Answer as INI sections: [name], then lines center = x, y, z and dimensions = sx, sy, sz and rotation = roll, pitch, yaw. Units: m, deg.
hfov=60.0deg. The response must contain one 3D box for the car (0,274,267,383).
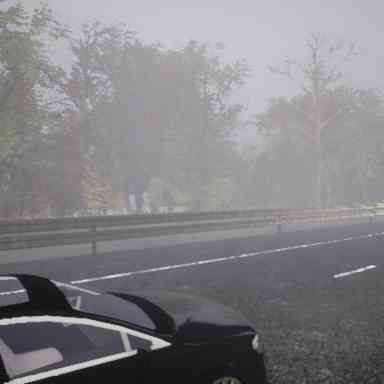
[car]
center = -1.478, 1.491, 2.705
dimensions = 4.902, 1.511, 2.128
rotation = 0, 0, -36
